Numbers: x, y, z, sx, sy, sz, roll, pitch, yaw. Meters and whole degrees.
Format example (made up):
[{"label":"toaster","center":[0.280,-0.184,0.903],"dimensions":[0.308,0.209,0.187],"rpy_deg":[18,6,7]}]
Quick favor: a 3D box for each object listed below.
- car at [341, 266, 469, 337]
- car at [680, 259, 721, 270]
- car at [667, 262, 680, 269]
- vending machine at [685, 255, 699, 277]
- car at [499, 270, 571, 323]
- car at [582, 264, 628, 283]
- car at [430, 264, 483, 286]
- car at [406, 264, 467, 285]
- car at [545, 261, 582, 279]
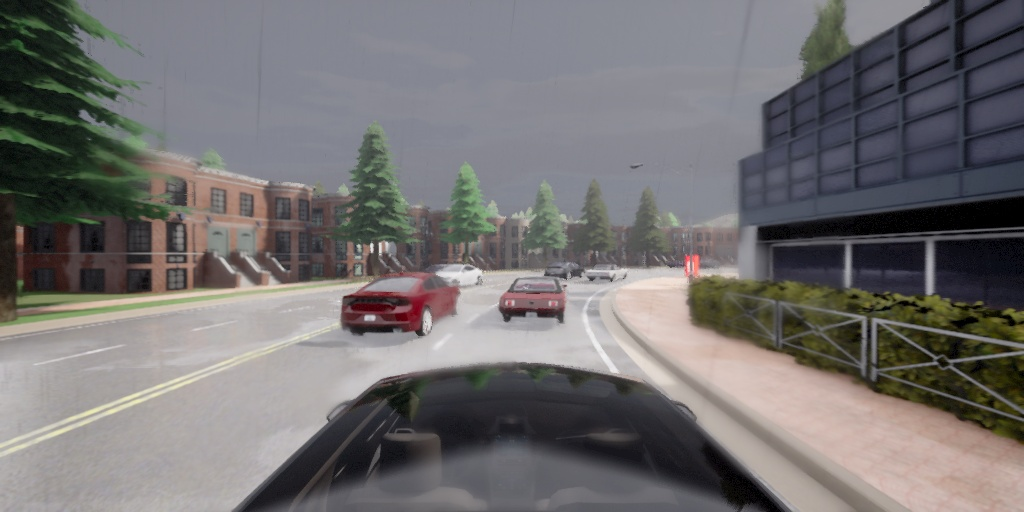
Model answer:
[{"label":"car","center":[-2.850,1.210,10.357],"dimensions":[1.882,1.535,5.008],"rpy_deg":[0,0,6]},{"label":"car","center":[26.576,1.139,49.901],"dimensions":[4.902,1.511,2.128],"rpy_deg":[0,0,-17]},{"label":"car","center":[25.490,1.242,53.289],"dimensions":[4.718,1.301,1.895],"rpy_deg":[0,0,-17]},{"label":"vending machine","center":[15.331,0.885,30.581],"dimensions":[0.880,2.100,1.100],"rpy_deg":[0,0,-44]},{"label":"car","center":[0.906,1.329,12.068],"dimensions":[1.895,1.301,4.718],"rpy_deg":[0,0,9]},{"label":"car","center":[7.484,1.296,27.806],"dimensions":[1.895,1.301,4.718],"rpy_deg":[0,0,34]},{"label":"car","center":[-3.435,1.233,22.444],"dimensions":[1.812,1.442,4.674],"rpy_deg":[0,0,23]},{"label":"car","center":[-5.452,1.300,26.607],"dimensions":[1.895,1.301,4.718],"rpy_deg":[0,0,26]},{"label":"car","center":[4.418,1.184,29.330],"dimensions":[2.128,1.511,4.902],"rpy_deg":[0,0,33]}]
